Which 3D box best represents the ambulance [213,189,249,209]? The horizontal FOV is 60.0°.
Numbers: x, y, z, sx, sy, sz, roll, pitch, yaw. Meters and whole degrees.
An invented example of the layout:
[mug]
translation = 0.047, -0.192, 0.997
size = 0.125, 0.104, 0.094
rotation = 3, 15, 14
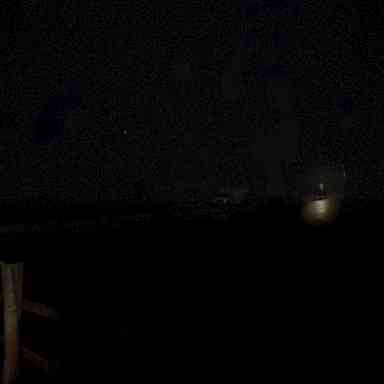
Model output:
[ambulance]
translation = 5.204, 0.822, 44.223
size = 2.351, 2.431, 6.366
rotation = 2, 2, 35
